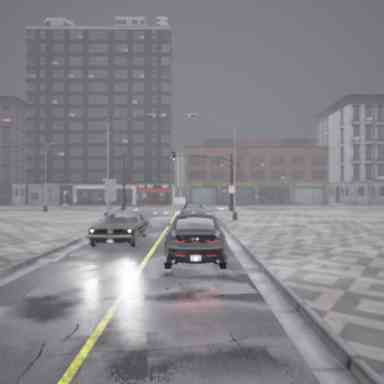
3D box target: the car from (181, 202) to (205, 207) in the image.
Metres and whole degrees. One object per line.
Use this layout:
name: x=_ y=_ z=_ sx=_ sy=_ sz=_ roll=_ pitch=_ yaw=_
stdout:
car: x=0.099 y=1.506 z=26.197 sx=1.994 sy=1.385 sz=4.181 roll=0 pitch=0 yaw=0

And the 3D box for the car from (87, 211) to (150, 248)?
car: x=-3.094 y=1.563 z=14.817 sx=1.895 sy=1.301 sz=4.718 roll=0 pitch=0 yaw=0

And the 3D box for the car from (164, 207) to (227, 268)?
car: x=0.097 y=1.475 z=11.203 sx=1.837 sy=1.490 sz=4.892 roll=0 pitch=0 yaw=0
